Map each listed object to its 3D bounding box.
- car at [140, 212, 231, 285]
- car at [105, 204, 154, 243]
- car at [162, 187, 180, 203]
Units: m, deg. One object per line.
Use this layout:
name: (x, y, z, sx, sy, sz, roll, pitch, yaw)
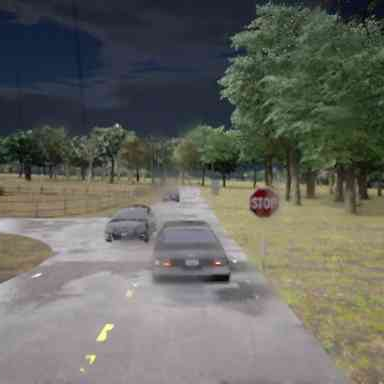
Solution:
car: (-0.157, 1.516, 9.482, 2.033, 1.411, 5.357, 0, 0, -4)
car: (-2.744, 1.405, 15.794, 1.837, 1.490, 4.892, 0, 2, 0)
car: (-2.761, 0.433, 44.787, 2.150, 2.045, 5.566, 0, 2, 0)
